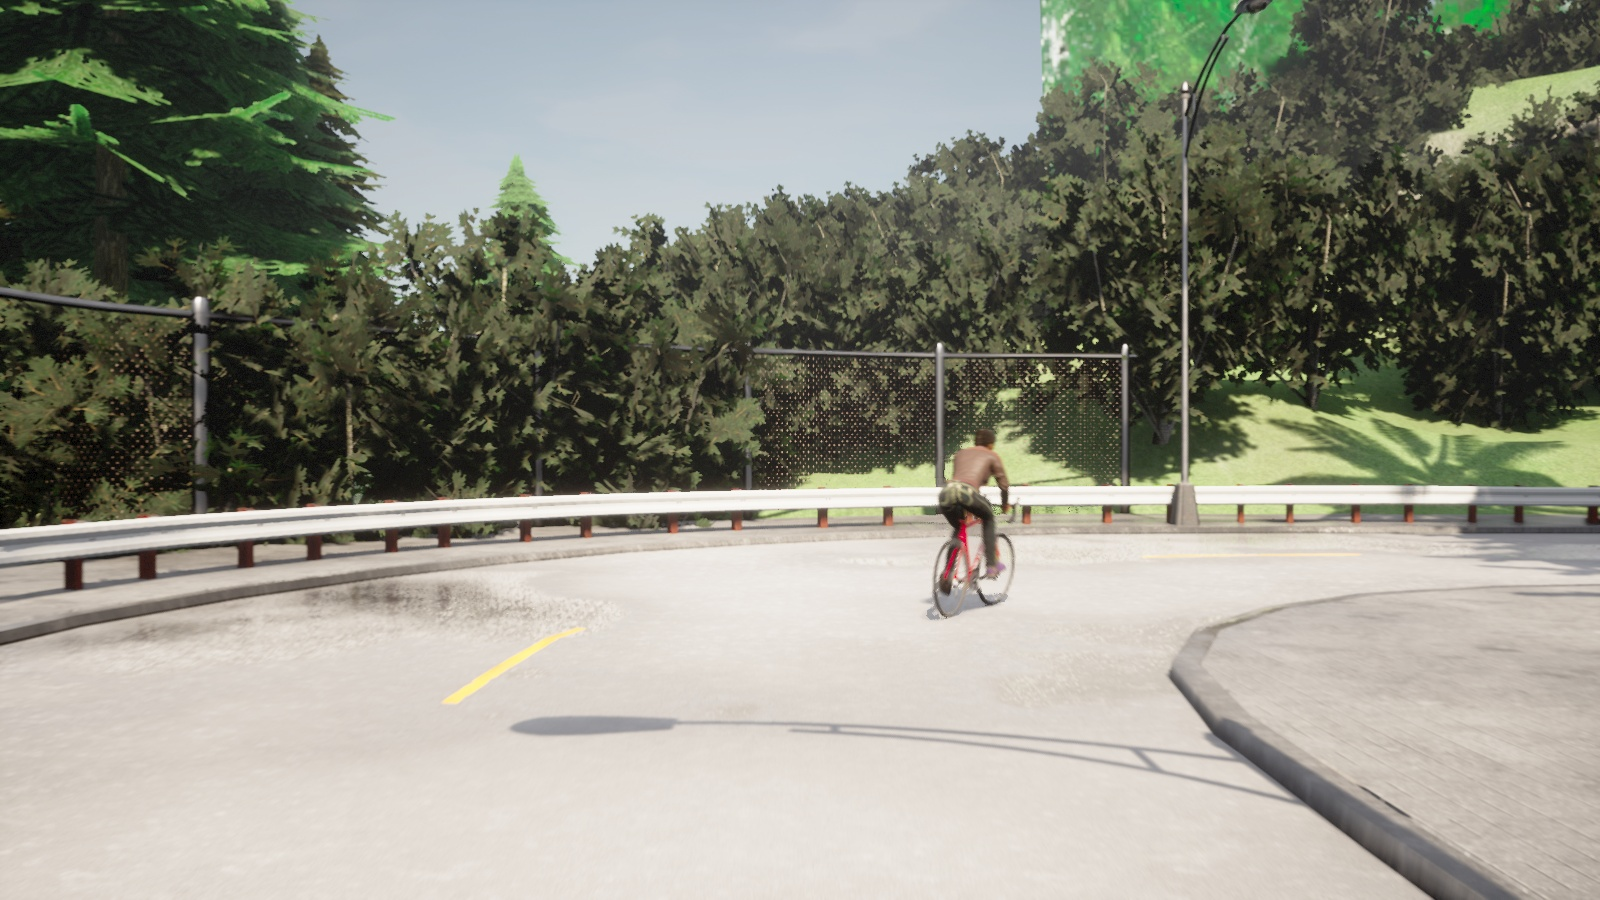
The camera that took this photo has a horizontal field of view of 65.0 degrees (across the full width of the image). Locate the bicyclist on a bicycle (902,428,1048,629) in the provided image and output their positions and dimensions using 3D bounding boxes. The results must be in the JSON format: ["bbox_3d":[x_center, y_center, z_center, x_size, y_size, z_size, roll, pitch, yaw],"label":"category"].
[{"bbox_3d":[1.573,0.639,11.083,0.582,1.620,1.656,2,1,33],"label":"bicyclist on a bicycle"}]
